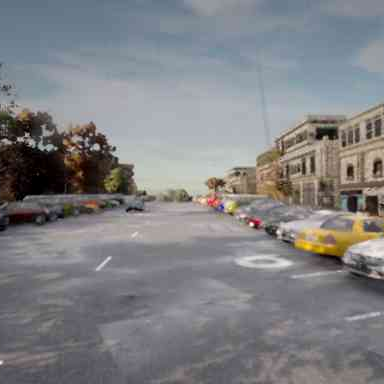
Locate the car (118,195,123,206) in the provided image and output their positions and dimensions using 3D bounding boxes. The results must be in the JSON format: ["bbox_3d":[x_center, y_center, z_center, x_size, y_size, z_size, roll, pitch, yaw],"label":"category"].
[{"bbox_3d":[-13.144,1.613,49.266,4.674,1.452,2.002,-1,0,-22],"label":"car"}]

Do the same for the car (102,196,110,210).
[{"bbox_3d":[-12.809,1.585,40.433,4.674,1.452,2.002,-1,0,-22],"label":"car"}]

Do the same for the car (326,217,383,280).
[{"bbox_3d":[6.185,1.540,8.778,4.674,1.452,2.002,1,0,-22],"label":"car"}]

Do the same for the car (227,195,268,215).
[{"bbox_3d":[5.565,1.374,26.378,4.553,1.767,2.185,1,0,-22],"label":"car"}]

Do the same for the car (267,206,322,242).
[{"bbox_3d":[5.968,1.539,14.642,4.674,1.452,2.002,1,0,-22],"label":"car"}]

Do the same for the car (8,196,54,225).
[{"bbox_3d":[-12.135,1.398,22.794,4.553,1.767,2.185,-1,0,-22],"label":"car"}]

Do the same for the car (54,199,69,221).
[{"bbox_3d":[-12.296,1.555,25.713,4.792,1.488,2.163,-1,0,-22],"label":"car"}]

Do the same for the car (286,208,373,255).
[{"bbox_3d":[6.244,1.498,11.785,5.366,1.575,1.946,1,0,-22],"label":"car"}]

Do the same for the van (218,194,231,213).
[{"bbox_3d":[5.213,1.275,32.186,4.442,1.987,1.878,1,0,-22],"label":"van"}]

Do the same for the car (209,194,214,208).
[{"bbox_3d":[4.963,1.392,41.020,4.553,1.767,2.185,1,0,-22],"label":"car"}]

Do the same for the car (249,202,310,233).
[{"bbox_3d":[5.868,1.500,17.571,4.892,1.521,2.231,1,0,-22],"label":"car"}]

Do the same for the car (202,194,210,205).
[{"bbox_3d":[4.803,1.285,46.905,5.566,2.045,2.435,1,0,-22],"label":"car"}]

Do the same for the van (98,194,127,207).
[{"bbox_3d":[-13.252,1.372,55.196,4.442,1.987,1.878,-1,-1,-22],"label":"van"}]

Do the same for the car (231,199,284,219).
[{"bbox_3d":[5.647,1.500,23.439,4.892,1.521,2.231,1,0,-22],"label":"car"}]

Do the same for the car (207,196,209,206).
[{"bbox_3d":[4.885,1.567,43.956,4.674,1.452,2.002,1,0,-22],"label":"car"}]

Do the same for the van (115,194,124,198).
[{"bbox_3d":[-13.357,1.362,52.157,4.442,1.987,1.878,-1,0,-22],"label":"van"}]

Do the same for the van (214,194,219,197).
[{"bbox_3d":[5.208,1.288,38.145,4.442,1.987,1.878,1,0,-22],"label":"van"}]

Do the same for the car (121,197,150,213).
[{"bbox_3d":[-6.436,1.592,38.471,2.033,1.411,5.357,0,0,-2],"label":"car"}]

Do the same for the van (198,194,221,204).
[{"bbox_3d":[3.797,1.417,70.291,4.442,1.987,1.878,1,0,-22],"label":"van"}]

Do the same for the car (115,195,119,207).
[{"bbox_3d":[-13.033,1.603,46.323,4.674,1.452,2.002,-1,0,-22],"label":"car"}]

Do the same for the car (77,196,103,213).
[{"bbox_3d":[-12.424,1.528,34.624,5.366,1.575,1.946,-1,0,-22],"label":"car"}]

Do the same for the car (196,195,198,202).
[{"bbox_3d":[4.040,1.659,67.420,4.792,1.488,2.163,1,-1,-22],"label":"car"}]

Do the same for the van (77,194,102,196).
[{"bbox_3d":[-12.814,1.315,37.448,4.442,1.987,1.878,-1,0,-22],"label":"van"}]

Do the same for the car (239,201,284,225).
[{"bbox_3d":[5.722,1.528,20.493,4.792,1.488,2.163,1,0,-22],"label":"car"}]

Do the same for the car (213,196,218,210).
[{"bbox_3d":[5.201,1.507,35.165,5.008,1.535,2.097,1,0,-22],"label":"car"}]

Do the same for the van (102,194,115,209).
[{"bbox_3d":[-12.819,1.326,43.428,4.442,1.987,1.878,-1,0,-22],"label":"van"}]

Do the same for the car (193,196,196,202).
[{"bbox_3d":[3.616,1.654,73.200,5.366,1.575,1.946,1,0,-22],"label":"car"}]

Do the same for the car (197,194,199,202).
[{"bbox_3d":[4.297,1.614,64.545,5.366,1.575,1.946,1,-1,-22],"label":"car"}]

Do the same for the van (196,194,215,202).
[{"bbox_3d":[3.410,1.605,85.038,4.442,1.987,1.878,1,-2,-22],"label":"van"}]

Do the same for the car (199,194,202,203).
[{"bbox_3d":[4.513,1.584,58.687,5.366,1.575,1.946,1,-1,-22],"label":"car"}]

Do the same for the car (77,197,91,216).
[{"bbox_3d":[-12.479,1.530,31.610,4.892,1.521,2.231,-1,0,-22],"label":"car"}]

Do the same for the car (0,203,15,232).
[{"bbox_3d":[-11.969,1.555,16.884,4.792,1.488,2.163,-1,0,-22],"label":"car"}]

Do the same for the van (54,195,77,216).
[{"bbox_3d":[-12.485,1.303,28.618,4.442,1.987,1.878,-1,0,-22],"label":"van"}]
